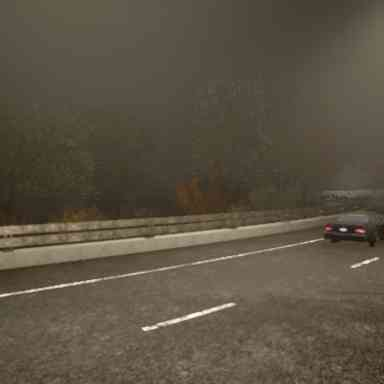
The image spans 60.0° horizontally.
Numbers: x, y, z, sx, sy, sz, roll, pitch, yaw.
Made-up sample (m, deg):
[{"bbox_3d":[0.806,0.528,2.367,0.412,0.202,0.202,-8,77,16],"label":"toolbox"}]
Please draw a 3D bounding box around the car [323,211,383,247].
[{"bbox_3d":[7.946,1.587,15.316,5.357,1.411,2.033,0,0,-45],"label":"car"}]
